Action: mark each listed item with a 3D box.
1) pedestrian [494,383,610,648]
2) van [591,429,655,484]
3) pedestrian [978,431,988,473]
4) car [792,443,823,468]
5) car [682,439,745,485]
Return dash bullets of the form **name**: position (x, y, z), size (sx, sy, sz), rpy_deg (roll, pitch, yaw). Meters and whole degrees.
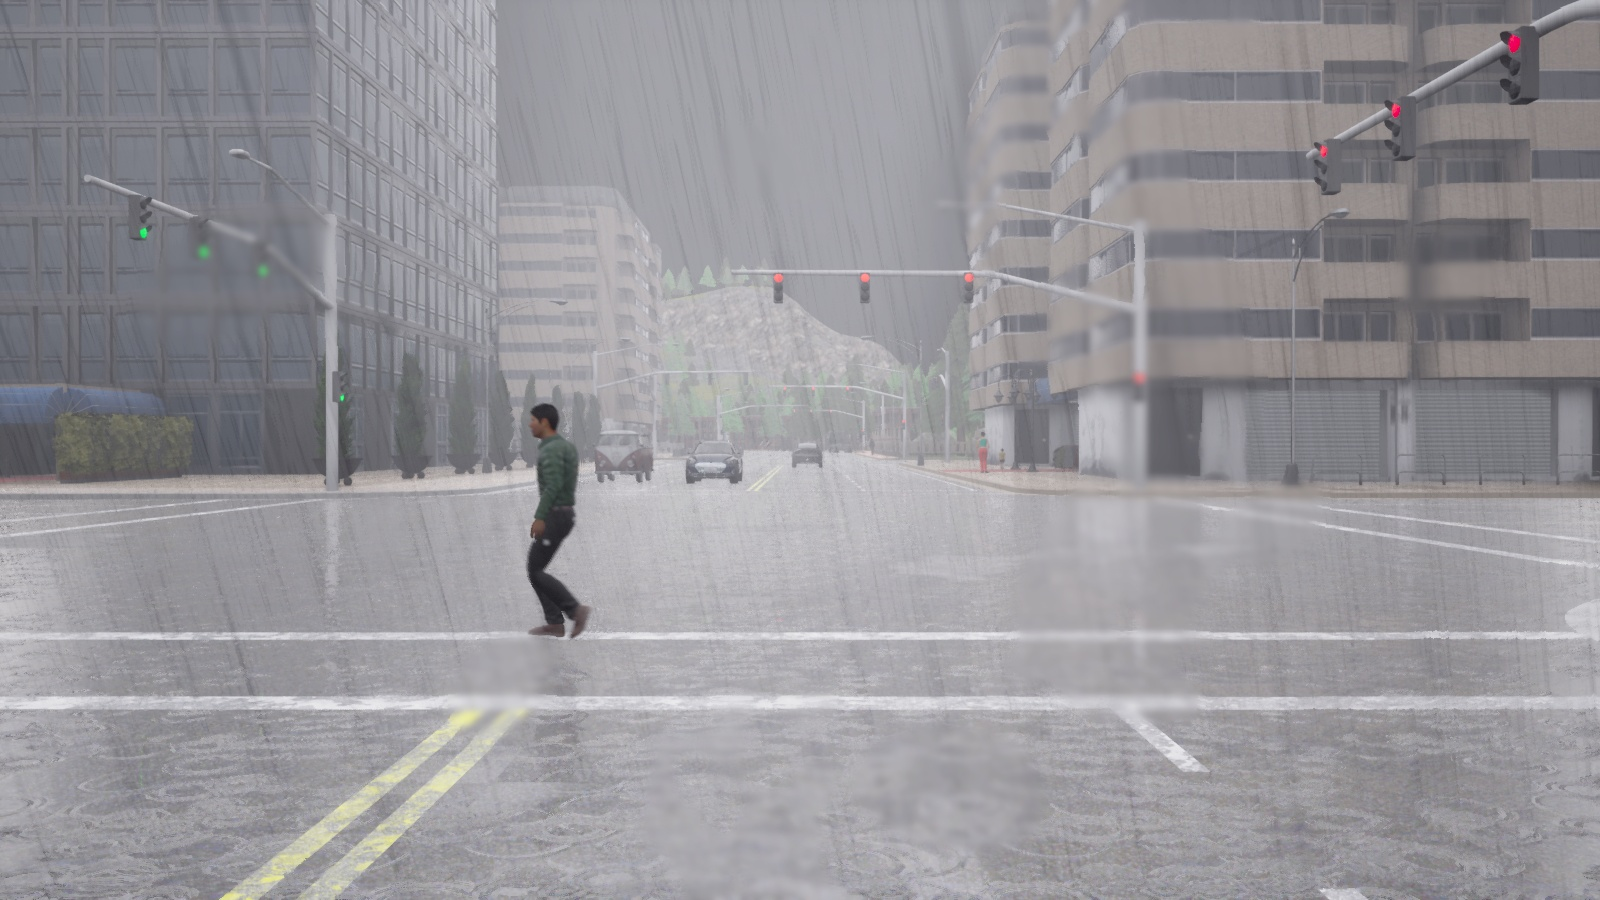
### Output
- **pedestrian**: position (-1.856, 0.480, 9.443), size (0.788, 1.949, 0.423), rpy_deg (0, 0, 1)
- **van**: position (-6.710, 0.223, 48.011), size (1.775, 1.987, 4.442), rpy_deg (0, 0, 0)
- **pedestrian**: position (8.038, 0.100, 55.128), size (0.345, 1.836, 0.594), rpy_deg (0, 0, -4)
- **car**: position (0.453, 0.319, 76.674), size (1.837, 1.490, 4.892), rpy_deg (0, 0, 0)
- **car**: position (-3.212, 0.405, 47.640), size (2.033, 1.649, 4.856), rpy_deg (0, 0, 0)
